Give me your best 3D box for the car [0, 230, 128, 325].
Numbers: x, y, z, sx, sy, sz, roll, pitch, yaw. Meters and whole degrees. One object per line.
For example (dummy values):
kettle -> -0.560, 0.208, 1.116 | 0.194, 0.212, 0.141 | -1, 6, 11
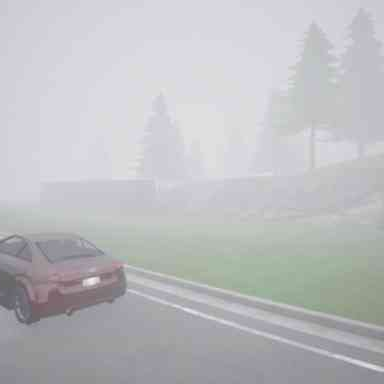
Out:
car -> -3.275, 1.525, 7.165 | 4.181, 1.385, 1.994 | 1, 0, 41
